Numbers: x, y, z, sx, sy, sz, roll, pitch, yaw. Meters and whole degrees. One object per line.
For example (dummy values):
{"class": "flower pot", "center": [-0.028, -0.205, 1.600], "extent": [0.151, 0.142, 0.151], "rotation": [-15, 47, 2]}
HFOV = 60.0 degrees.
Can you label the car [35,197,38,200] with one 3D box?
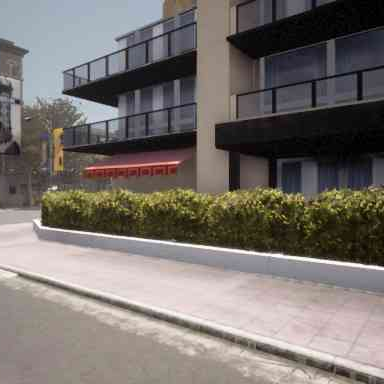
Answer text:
{"class": "car", "center": [-34.518, 1.481, 68.376], "extent": [4.892, 1.521, 2.231], "rotation": [0, 0, 37]}
